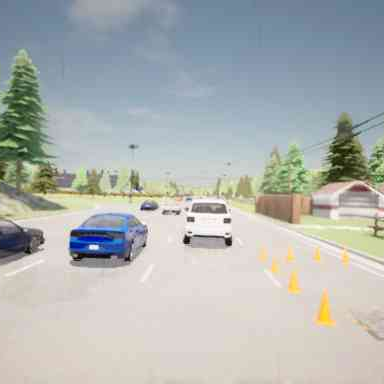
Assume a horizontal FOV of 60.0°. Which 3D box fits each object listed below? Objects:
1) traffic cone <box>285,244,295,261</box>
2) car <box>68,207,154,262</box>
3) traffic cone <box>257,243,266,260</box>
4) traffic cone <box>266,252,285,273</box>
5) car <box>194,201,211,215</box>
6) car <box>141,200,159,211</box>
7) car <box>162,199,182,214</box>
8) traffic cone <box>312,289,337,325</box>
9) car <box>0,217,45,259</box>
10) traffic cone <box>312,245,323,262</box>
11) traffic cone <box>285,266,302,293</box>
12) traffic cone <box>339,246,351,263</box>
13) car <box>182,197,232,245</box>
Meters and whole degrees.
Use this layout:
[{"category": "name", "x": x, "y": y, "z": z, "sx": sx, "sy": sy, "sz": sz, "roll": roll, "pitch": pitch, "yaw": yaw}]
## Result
[{"category": "traffic cone", "x": 3.568, "y": 2.190, "z": 12.115, "sx": 0.340, "sy": 0.580, "sz": 0.340, "roll": 2, "pitch": -1, "yaw": 1}, {"category": "car", "x": -2.823, "y": 1.488, "z": 12.213, "sx": 1.882, "sy": 1.535, "sz": 5.008, "roll": 2, "pitch": -1, "yaw": 1}, {"category": "traffic cone", "x": 2.569, "y": 2.155, "z": 12.135, "sx": 0.340, "sy": 0.580, "sz": 0.340, "roll": 2, "pitch": -1, "yaw": 1}, {"category": "traffic cone", "x": 2.529, "y": 2.136, "z": 10.136, "sx": 0.340, "sy": 0.580, "sz": 0.340, "roll": 2, "pitch": -1, "yaw": 1}, {"category": "car", "x": 1.230, "y": 1.926, "z": 39.965, "sx": 1.812, "sy": 1.442, "sz": 4.674, "roll": 2, "pitch": -1, "yaw": 1}, {"category": "car", "x": -5.670, "y": 1.765, "z": 44.860, "sx": 1.994, "sy": 1.385, "sz": 4.181, "roll": 2, "pitch": -1, "yaw": 1}, {"category": "car", "x": -2.294, "y": 1.867, "z": 38.772, "sx": 1.895, "sy": 1.301, "sz": 4.718, "roll": 2, "pitch": -1, "yaw": 1}, {"category": "traffic cone", "x": 2.449, "y": 2.097, "z": 6.137, "sx": 0.340, "sy": 0.580, "sz": 0.340, "roll": 2, "pitch": -1, "yaw": 1}, {"category": "car", "x": -6.371, "y": 1.411, "z": 9.833, "sx": 2.033, "sy": 1.411, "sz": 5.357, "roll": 2, "pitch": -1, "yaw": 1}, {"category": "traffic cone", "x": 4.567, "y": 2.225, "z": 12.094, "sx": 0.340, "sy": 0.580, "sz": 0.340, "roll": 2, "pitch": -1, "yaw": 1}, {"category": "traffic cone", "x": 2.489, "y": 2.117, "z": 8.136, "sx": 0.340, "sy": 0.580, "sz": 0.340, "roll": 2, "pitch": -1, "yaw": 1}, {"category": "traffic cone", "x": 5.567, "y": 2.260, "z": 12.074, "sx": 0.340, "sy": 0.580, "sz": 0.340, "roll": 2, "pitch": -1, "yaw": 1}, {"category": "car", "x": 0.777, "y": 1.400, "z": 16.845, "sx": 2.150, "sy": 2.045, "sz": 5.566, "roll": 2, "pitch": -1, "yaw": 1}]
